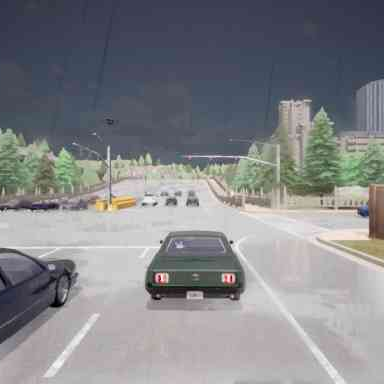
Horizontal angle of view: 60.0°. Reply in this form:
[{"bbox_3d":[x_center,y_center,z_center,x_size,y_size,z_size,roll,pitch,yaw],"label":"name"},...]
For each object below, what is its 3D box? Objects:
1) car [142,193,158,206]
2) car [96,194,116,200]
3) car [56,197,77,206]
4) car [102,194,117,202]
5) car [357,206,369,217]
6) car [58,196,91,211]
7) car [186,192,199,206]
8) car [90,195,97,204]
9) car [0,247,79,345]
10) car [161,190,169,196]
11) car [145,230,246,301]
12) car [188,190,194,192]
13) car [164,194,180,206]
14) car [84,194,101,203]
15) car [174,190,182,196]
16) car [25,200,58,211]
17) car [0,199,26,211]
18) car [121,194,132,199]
[{"bbox_3d":[-6.901,1.221,55.486,2.150,2.045,5.566,0,0,0],"label":"car"},{"bbox_3d":[-14.090,1.490,56.424,2.128,1.511,4.902,0,0,0],"label":"car"},{"bbox_3d":[-21.084,1.525,55.994,1.812,1.442,4.674,0,0,0],"label":"car"},{"bbox_3d":[-17.569,1.319,70.995,1.837,1.490,4.892,0,2,0],"label":"car"},{"bbox_3d":[16.999,1.477,28.842,5.008,1.535,1.882,0,0,0],"label":"car"},{"bbox_3d":[-14.096,1.525,40.212,1.812,1.442,4.674,0,0,0],"label":"car"},{"bbox_3d":[0.096,1.351,56.069,2.097,1.767,4.553,0,0,0],"label":"car"},{"bbox_3d":[-17.587,1.477,55.851,1.882,1.535,5.008,0,0,0],"label":"car"},{"bbox_3d":[-3.431,1.547,4.894,2.033,1.411,5.357,0,0,0],"label":"car"},{"bbox_3d":[-7.161,0.229,87.868,1.895,1.301,4.718,0,7,0],"label":"car"},{"bbox_3d":[0.108,1.601,8.304,1.895,1.301,4.718,0,0,1],"label":"car"},{"bbox_3d":[-0.159,0.221,87.456,2.033,1.411,5.357,0,7,0],"label":"car"},{"bbox_3d":[-3.404,1.504,56.424,1.837,1.490,4.892,0,0,0],"label":"car"},{"bbox_3d":[-21.069,1.348,70.860,2.128,1.511,4.902,0,2,0],"label":"car"},{"bbox_3d":[-3.659,0.207,87.435,2.128,1.511,4.902,0,7,0],"label":"car"},{"bbox_3d":[-17.595,1.601,39.889,1.895,1.301,4.718,0,0,0],"label":"car"},{"bbox_3d":[-21.095,1.547,40.221,2.033,1.411,5.357,0,0,0],"label":"car"},{"bbox_3d":[-14.073,1.266,71.707,1.882,1.535,5.008,0,2,0],"label":"car"}]
